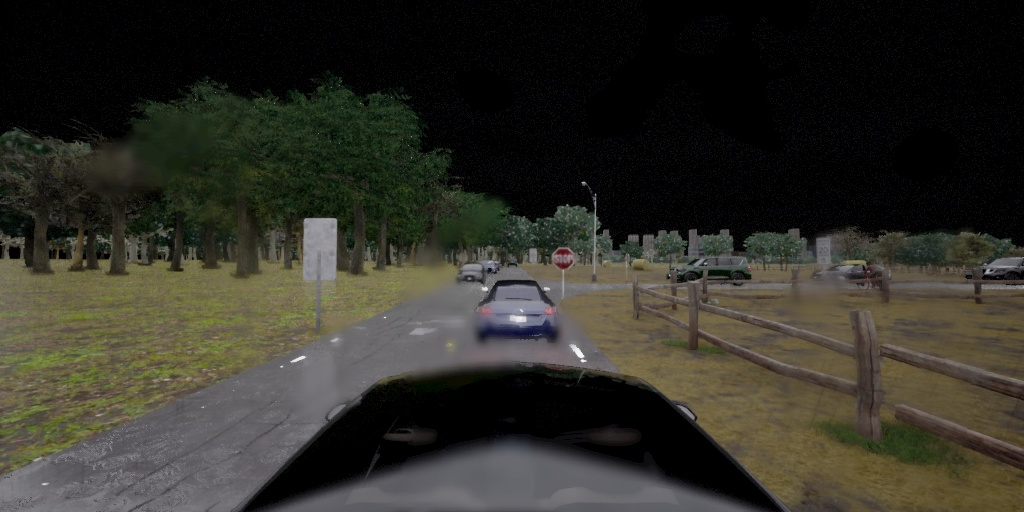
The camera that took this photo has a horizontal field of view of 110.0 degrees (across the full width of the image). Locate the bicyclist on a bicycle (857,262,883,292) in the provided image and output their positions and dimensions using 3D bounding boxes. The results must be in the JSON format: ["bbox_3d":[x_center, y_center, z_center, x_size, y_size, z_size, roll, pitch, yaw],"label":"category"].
[{"bbox_3d":[19.931,1.168,19.865,0.582,1.620,1.656,0,0,0],"label":"bicyclist on a bicycle"}]

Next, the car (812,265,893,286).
[{"bbox_3d":[24.465,1.365,25.854,4.892,1.490,1.837,0,-2,-1],"label":"car"}]

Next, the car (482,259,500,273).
[{"bbox_3d":[-2.806,1.204,41.494,2.097,1.767,4.553,0,0,0],"label":"car"}]

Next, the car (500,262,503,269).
[{"bbox_3d":[-2.771,1.415,53.826,1.882,1.535,5.008,0,-1,0],"label":"car"}]

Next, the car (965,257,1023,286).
[{"bbox_3d":[36.479,1.101,25.884,5.566,2.045,2.150,0,-2,1],"label":"car"}]

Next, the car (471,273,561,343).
[{"bbox_3d":[0.114,1.322,9.663,1.994,1.385,4.181,0,0,-1],"label":"car"}]

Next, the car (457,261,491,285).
[{"bbox_3d":[-2.823,1.292,26.223,1.837,1.490,4.892,0,-1,0],"label":"car"}]

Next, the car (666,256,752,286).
[{"bbox_3d":[14.126,1.067,25.820,5.566,2.045,2.150,0,-2,-1],"label":"car"}]
